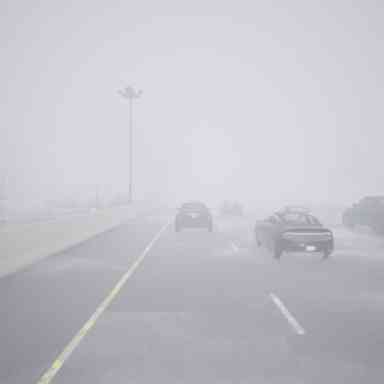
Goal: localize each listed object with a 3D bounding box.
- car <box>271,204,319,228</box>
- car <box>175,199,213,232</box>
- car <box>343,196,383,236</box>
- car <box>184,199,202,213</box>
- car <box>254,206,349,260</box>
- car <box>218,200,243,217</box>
[{"bbox_3d":[7.104,1.603,23.401,1.895,1.301,4.718,0,0,0],"label":"car"},{"bbox_3d":[0.103,1.353,20.276,2.097,1.767,4.553,0,0,0],"label":"car"},{"bbox_3d":[10.603,1.224,18.696,2.150,2.045,5.566,0,0,0],"label":"car"},{"bbox_3d":[0.106,1.550,39.040,2.033,1.411,5.357,0,0,0],"label":"car"},{"bbox_3d":[3.602,1.493,12.519,2.128,1.511,4.902,0,0,0],"label":"car"},{"bbox_3d":[3.604,1.494,31.250,2.128,1.511,4.902,0,0,0],"label":"car"}]
